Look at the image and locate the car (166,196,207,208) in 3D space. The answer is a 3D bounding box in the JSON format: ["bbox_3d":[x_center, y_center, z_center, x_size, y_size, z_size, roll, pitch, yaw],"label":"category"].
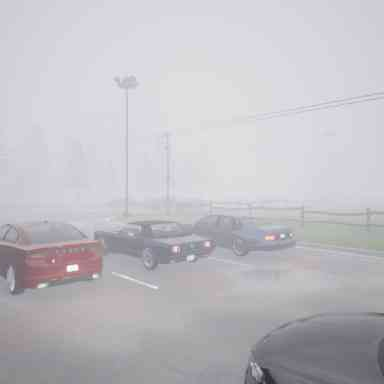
[{"bbox_3d":[-0.250,1.491,40.955,4.902,1.511,2.128,0,0,-42],"label":"car"}]

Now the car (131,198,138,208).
[{"bbox_3d":[-5.232,1.547,45.881,5.357,1.411,2.033,0,0,-42],"label":"car"}]

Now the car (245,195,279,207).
[{"bbox_3d":[10.749,1.351,50.882,4.553,1.767,2.097,0,0,-42],"label":"car"}]

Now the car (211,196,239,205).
[{"bbox_3d":[6.145,1.547,60.843,5.357,1.411,2.033,0,0,-42],"label":"car"}]

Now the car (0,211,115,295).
[{"bbox_3d":[-4.221,1.478,8.951,1.882,1.535,5.008,0,0,-42],"label":"car"}]

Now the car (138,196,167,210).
[{"bbox_3d":[-3.991,1.353,42.249,4.553,1.767,2.097,0,0,-43],"label":"car"}]

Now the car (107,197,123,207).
[{"bbox_3d":[-10.514,1.505,50.519,4.892,1.490,1.837,0,0,-43],"label":"car"}]

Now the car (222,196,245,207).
[{"bbox_3d":[7.317,1.526,52.498,4.674,1.442,1.812,0,0,-42],"label":"car"}]

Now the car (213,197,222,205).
[{"bbox_3d":[5.785,1.600,55.830,4.718,1.301,1.895,0,0,-42],"label":"car"}]

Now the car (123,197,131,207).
[{"bbox_3d":[-7.205,1.601,48.820,4.718,1.301,1.895,0,0,-42],"label":"car"}]

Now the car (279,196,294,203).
[{"bbox_3d":[17.746,1.524,66.490,4.674,1.442,1.812,0,0,-42],"label":"car"}]

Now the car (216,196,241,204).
[{"bbox_3d":[7.357,1.491,66.582,4.902,1.511,2.128,0,0,-42],"label":"car"}]

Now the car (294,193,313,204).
[{"bbox_3d":[22.041,1.222,65.645,5.566,2.045,2.150,0,0,-42],"label":"car"}]

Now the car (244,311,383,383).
[{"bbox_3d":[2.477,1.492,1.752,2.128,1.511,4.902,0,0,-43],"label":"car"}]

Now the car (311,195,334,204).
[{"bbox_3d":[25.429,1.600,63.993,4.718,1.301,1.895,0,0,-42],"label":"car"}]

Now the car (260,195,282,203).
[{"bbox_3d":[16.765,1.472,70.313,5.008,1.535,1.882,0,0,-42],"label":"car"}]

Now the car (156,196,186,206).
[{"bbox_3d":[-3.480,1.477,56.899,5.008,1.535,1.882,0,0,-42],"label":"car"}]

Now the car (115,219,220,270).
[{"bbox_3d":[-1.526,1.601,11.194,1.895,1.301,4.718,0,0,-42],"label":"car"}]

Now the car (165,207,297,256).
[{"bbox_3d":[1.389,1.547,13.190,2.033,1.411,5.357,0,0,-43],"label":"car"}]
